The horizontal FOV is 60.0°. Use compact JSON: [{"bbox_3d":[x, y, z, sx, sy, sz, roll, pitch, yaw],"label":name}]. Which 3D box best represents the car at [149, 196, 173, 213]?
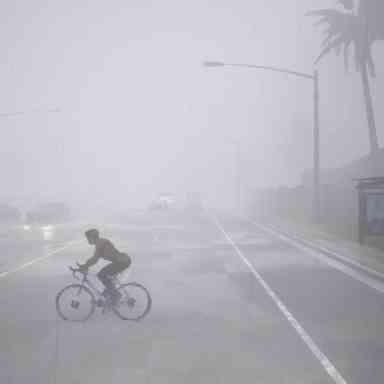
[{"bbox_3d":[-3.393,1.450,35.300,1.895,1.301,4.718,0,0,0],"label":"car"}]

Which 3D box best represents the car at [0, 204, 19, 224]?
[{"bbox_3d":[-13.997,1.521,23.694,1.994,1.385,4.181,0,0,0],"label":"car"}]

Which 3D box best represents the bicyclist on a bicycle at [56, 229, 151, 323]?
[{"bbox_3d":[-1.543,1.458,5.748,1.656,1.620,0.582,-2,0,-1],"label":"bicyclist on a bicycle"}]

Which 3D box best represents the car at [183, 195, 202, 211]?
[{"bbox_3d":[0.114,1.354,37.247,1.812,1.442,4.674,0,0,0],"label":"car"}]

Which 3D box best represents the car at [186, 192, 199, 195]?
[{"bbox_3d":[0.114,0.967,47.528,2.150,2.045,5.566,0,0,0],"label":"car"}]

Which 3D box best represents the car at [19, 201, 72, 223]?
[{"bbox_3d":[-10.572,1.450,24.850,1.837,1.490,4.892,0,0,0],"label":"car"}]

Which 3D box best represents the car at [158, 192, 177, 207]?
[{"bbox_3d":[-3.405,0.990,45.312,2.150,2.045,5.566,0,0,4],"label":"car"}]
